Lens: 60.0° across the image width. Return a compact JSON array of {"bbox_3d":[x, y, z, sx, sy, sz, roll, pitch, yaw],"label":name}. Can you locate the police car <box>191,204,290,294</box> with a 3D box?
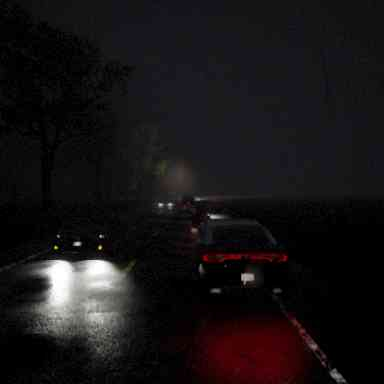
[{"bbox_3d":[1.015,1.345,8.727,1.930,1.638,5.238,0,1,0],"label":"police car"}]

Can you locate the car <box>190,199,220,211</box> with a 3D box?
[{"bbox_3d":[0.942,1.339,18.628,1.837,1.490,4.892,0,0,-1],"label":"car"}]

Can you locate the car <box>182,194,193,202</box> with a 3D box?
[{"bbox_3d":[-0.820,1.045,61.891,1.994,1.385,4.181,0,0,-1],"label":"car"}]

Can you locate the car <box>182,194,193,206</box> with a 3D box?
[{"bbox_3d":[-0.478,1.200,46.926,1.895,1.301,4.718,0,0,-1],"label":"car"}]

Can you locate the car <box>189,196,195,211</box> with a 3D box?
[{"bbox_3d":[0.881,1.308,24.633,1.812,1.442,4.674,0,0,-1],"label":"car"}]

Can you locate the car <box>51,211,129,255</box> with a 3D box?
[{"bbox_3d":[-3.665,1.449,12.623,1.994,1.385,4.181,0,1,0],"label":"car"}]

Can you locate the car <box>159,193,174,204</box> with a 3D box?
[{"bbox_3d":[-4.222,1.074,53.250,1.812,1.442,4.674,0,1,-1],"label":"car"}]
